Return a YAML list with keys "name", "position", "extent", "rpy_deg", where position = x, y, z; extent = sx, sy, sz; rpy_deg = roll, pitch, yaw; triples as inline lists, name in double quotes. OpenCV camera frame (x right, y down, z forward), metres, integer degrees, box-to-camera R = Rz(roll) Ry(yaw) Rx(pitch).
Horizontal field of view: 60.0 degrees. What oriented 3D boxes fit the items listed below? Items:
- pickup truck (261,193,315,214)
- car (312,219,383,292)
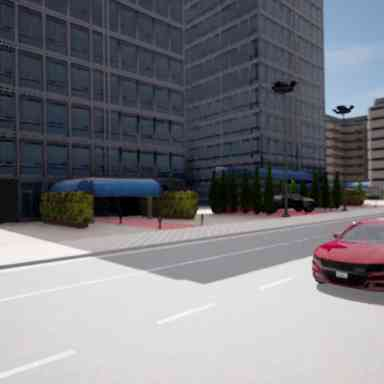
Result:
- name: "pickup truck"
  position: [10.018, 1.205, 35.644]
  extent: [6.274, 2.098, 2.390]
  rpy_deg: [-1, 0, -12]
- name: "car"
  position: [5.028, 1.479, 8.770]
  extent: [5.008, 1.535, 1.882]
  rpy_deg: [0, -1, -42]
